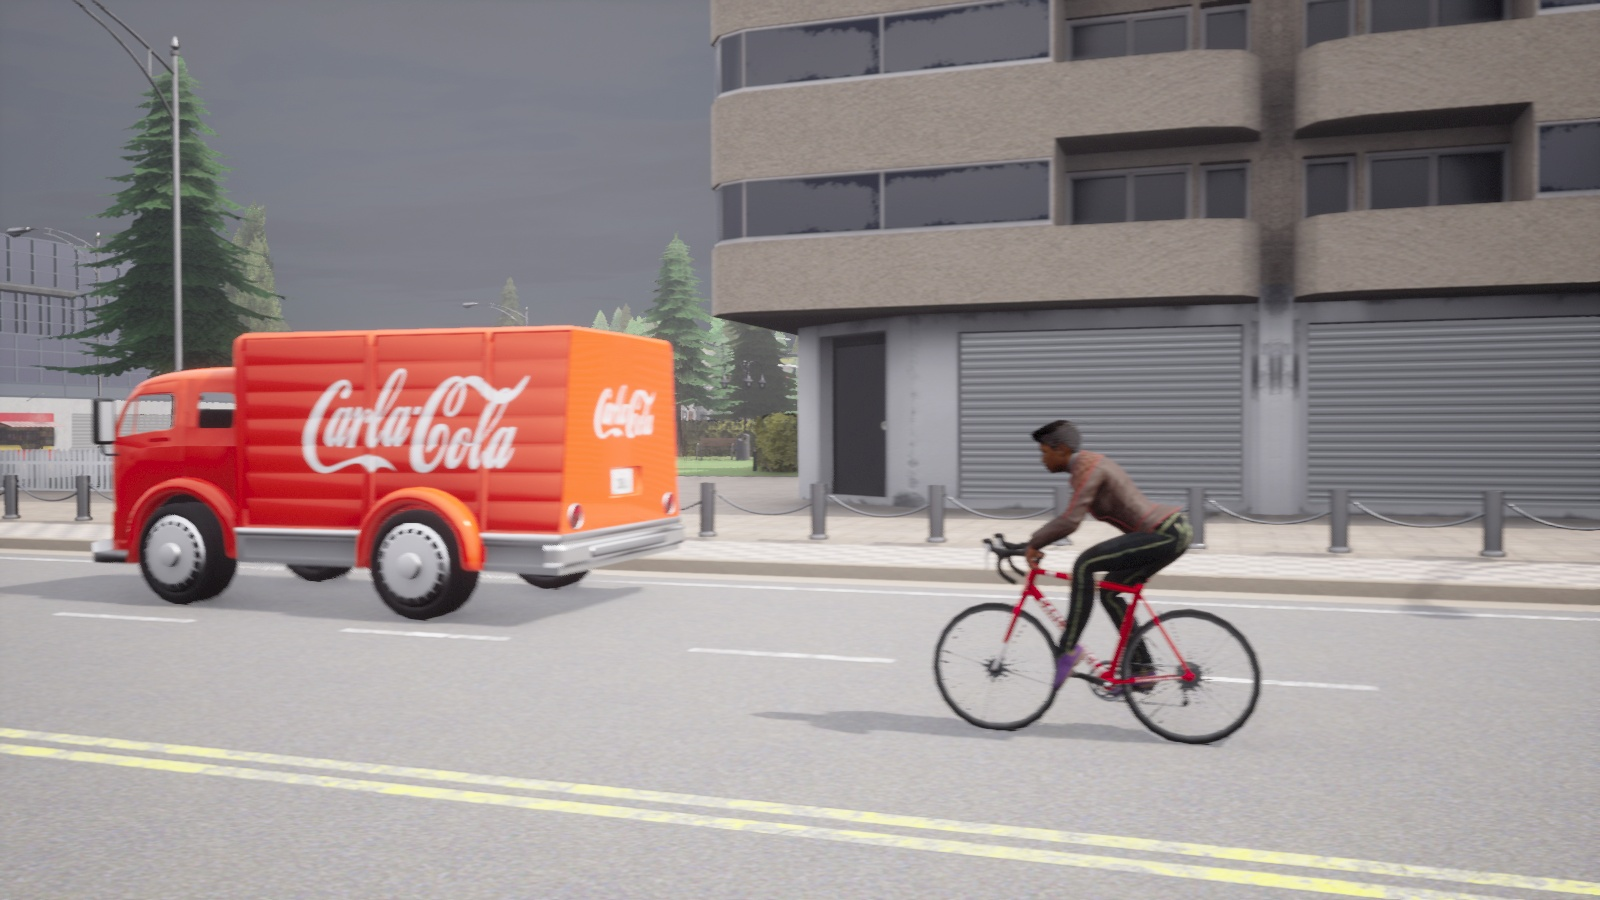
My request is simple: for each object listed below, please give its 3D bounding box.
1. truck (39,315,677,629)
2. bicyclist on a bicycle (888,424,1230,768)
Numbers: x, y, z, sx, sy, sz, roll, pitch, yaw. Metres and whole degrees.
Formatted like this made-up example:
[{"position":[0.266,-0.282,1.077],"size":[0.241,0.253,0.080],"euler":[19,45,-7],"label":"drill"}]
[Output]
[{"position":[-4.099,0.133,11.950],"size":[5.204,2.467,2.627],"euler":[1,1,19],"label":"truck"},{"position":[1.326,0.681,6.439],"size":[1.656,1.620,0.582],"euler":[0,1,19],"label":"bicyclist on a bicycle"}]
